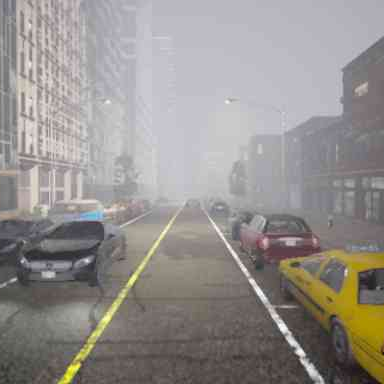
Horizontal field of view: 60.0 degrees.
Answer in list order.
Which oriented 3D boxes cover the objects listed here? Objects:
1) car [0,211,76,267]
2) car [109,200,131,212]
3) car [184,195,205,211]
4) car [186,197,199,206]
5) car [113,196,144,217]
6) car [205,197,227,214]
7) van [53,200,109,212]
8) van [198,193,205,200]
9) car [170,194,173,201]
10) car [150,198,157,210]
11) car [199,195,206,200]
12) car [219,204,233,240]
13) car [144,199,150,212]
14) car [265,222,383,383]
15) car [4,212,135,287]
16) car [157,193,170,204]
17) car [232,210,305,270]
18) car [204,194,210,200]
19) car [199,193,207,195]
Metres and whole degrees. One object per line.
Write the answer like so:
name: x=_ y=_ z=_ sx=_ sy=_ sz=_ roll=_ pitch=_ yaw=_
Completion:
car: x=-5.671 y=1.539 z=11.021 sx=1.947 sy=1.339 sz=4.313 roll=-1 pitch=0 yaw=0
car: x=-5.690 y=1.497 z=22.309 sx=2.008 sy=1.369 sz=4.403 roll=-1 pitch=0 yaw=0
car: x=0.092 y=1.399 z=39.202 sx=2.128 sy=1.511 sz=4.902 roll=0 pitch=0 yaw=0
car: x=0.089 y=1.480 z=51.511 sx=1.895 sy=1.301 sz=4.718 roll=0 pitch=0 yaw=0
car: x=-5.720 y=1.249 z=27.953 sx=2.192 sy=1.841 sz=5.009 roll=-1 pitch=0 yaw=0
car: x=2.671 y=1.486 z=33.543 sx=1.947 sy=1.339 sz=4.313 roll=-1 pitch=0 yaw=0
van: x=-5.679 y=1.301 z=16.664 sx=1.690 sy=1.788 sz=3.998 roll=-1 pitch=0 yaw=0
van: x=2.656 y=1.137 z=89.983 sx=1.690 sy=1.788 sz=3.998 roll=-1 pitch=0 yaw=0
car: x=-5.719 y=1.159 z=67.461 sx=2.192 sy=1.841 sz=5.009 roll=-1 pitch=0 yaw=0
car: x=-5.710 y=1.473 z=39.241 sx=1.947 sy=1.339 sz=4.313 roll=-1 pitch=0 yaw=0
car: x=2.661 y=1.390 z=84.339 sx=1.802 sy=1.307 sz=4.206 roll=-1 pitch=0 yaw=0
car: x=2.675 y=1.526 z=16.611 sx=1.947 sy=1.339 sz=4.313 roll=-1 pitch=0 yaw=0
car: x=-5.712 y=1.503 z=33.597 sx=1.802 sy=1.307 sz=4.206 roll=-1 pitch=0 yaw=0
car: x=2.677 y=1.512 z=5.493 sx=1.752 sy=1.417 sz=4.829 roll=-1 pitch=0 yaw=0
car: x=-3.037 y=1.502 z=9.414 sx=1.812 sy=1.442 sz=4.674 roll=0 pitch=0 yaw=0
car: x=-5.714 y=1.422 z=61.818 sx=1.947 sy=1.339 sz=4.313 roll=-1 pitch=0 yaw=0
car: x=2.674 y=1.413 z=10.967 sx=1.967 sy=1.590 sz=4.097 roll=-1 pitch=0 yaw=0
car: x=2.668 y=1.347 z=39.187 sx=1.967 sy=1.590 sz=4.097 roll=-1 pitch=0 yaw=0
car: x=2.665 y=1.407 z=61.763 sx=2.008 sy=1.369 sz=4.403 roll=-1 pitch=0 yaw=0
